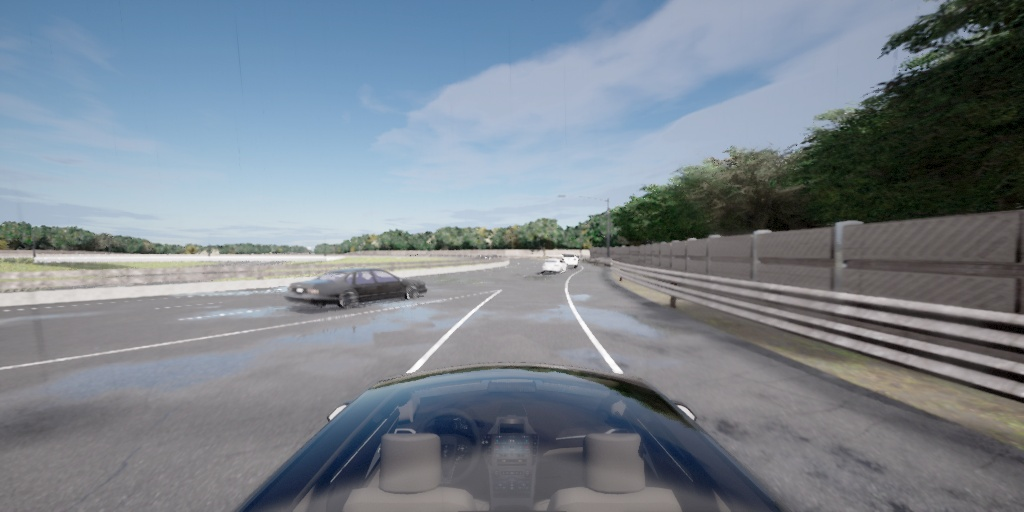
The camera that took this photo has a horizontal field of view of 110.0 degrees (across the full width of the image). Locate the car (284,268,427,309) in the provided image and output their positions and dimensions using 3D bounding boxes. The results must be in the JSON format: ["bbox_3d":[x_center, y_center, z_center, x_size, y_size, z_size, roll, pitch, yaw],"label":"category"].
[{"bbox_3d":[-5.814,1.182,14.119,2.033,1.411,5.357,0,0,31],"label":"car"}]

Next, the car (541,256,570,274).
[{"bbox_3d":[4.249,1.015,35.922,1.812,1.442,4.674,1,1,19],"label":"car"}]

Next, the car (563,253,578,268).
[{"bbox_3d":[7.977,0.608,49.839,2.150,2.045,5.566,0,1,11],"label":"car"}]
